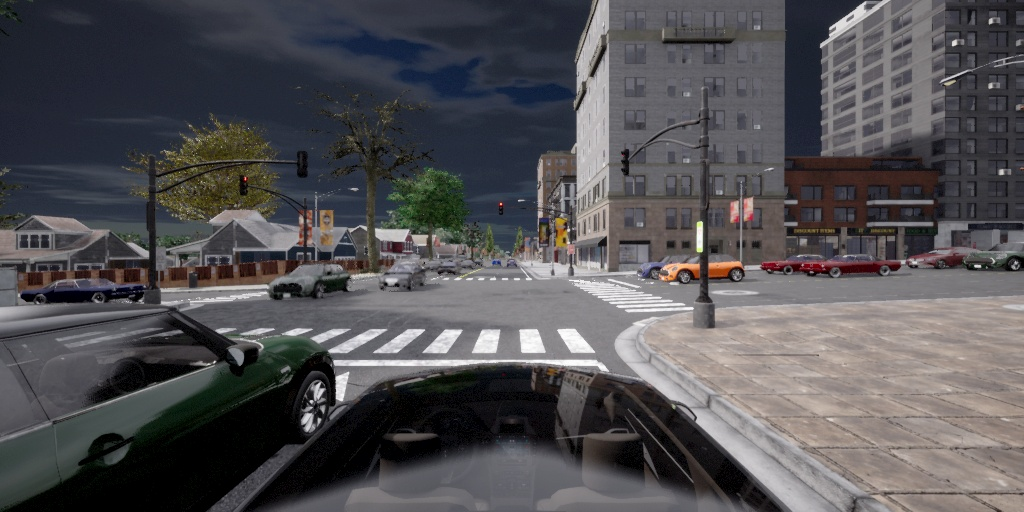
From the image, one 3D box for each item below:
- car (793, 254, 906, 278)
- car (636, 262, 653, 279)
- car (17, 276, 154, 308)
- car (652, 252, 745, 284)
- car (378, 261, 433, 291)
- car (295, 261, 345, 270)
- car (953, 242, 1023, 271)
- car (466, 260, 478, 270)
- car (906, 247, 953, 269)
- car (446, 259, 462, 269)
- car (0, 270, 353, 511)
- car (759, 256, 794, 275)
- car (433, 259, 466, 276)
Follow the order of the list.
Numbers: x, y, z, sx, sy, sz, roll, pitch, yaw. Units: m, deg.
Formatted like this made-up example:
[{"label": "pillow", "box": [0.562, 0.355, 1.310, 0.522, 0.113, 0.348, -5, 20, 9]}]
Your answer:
[{"label": "car", "box": [20.337, 0.584, 21.730, 4.718, 1.301, 1.895, -2, 0, 0]}, {"label": "car", "box": [11.099, 0.679, 25.015, 4.553, 1.767, 2.097, -2, 0, 2]}, {"label": "car", "box": [-21.636, 1.806, 18.338, 4.718, 1.301, 1.895, -2, 0, 0]}, {"label": "car", "box": [11.353, 0.680, 21.695, 4.553, 1.767, 2.097, -2, 0, 0]}, {"label": "car", "box": [-6.621, 1.254, 22.115, 2.128, 1.511, 4.902, 0, 0, 0]}, {"label": "car", "box": [-9.905, 1.150, 17.981, 2.097, 1.767, 4.553, -2, 0, 0]}, {"label": "car", "box": [30.492, -0.045, 21.764, 4.553, 1.767, 2.097, -2, 0, 0]}, {"label": "car", "box": [-6.659, 1.305, 53.787, 1.837, 1.490, 4.892, 0, -1, 0]}, {"label": "car", "box": [30.407, 0.121, 25.011, 4.674, 1.442, 1.812, -2, 0, 0]}, {"label": "car", "box": [-9.901, 1.299, 61.193, 1.882, 1.535, 5.008, 0, 0, 0]}, {"label": "car", "box": [-3.152, 1.102, 2.461, 2.097, 1.767, 4.553, 0, 0, 0]}, {"label": "car", "box": [20.096, 0.583, 24.979, 4.718, 1.301, 1.895, -2, 0, 0]}, {"label": "car", "box": [-6.641, 1.317, 38.533, 2.033, 1.411, 5.357, 0, 0, 0]}]
